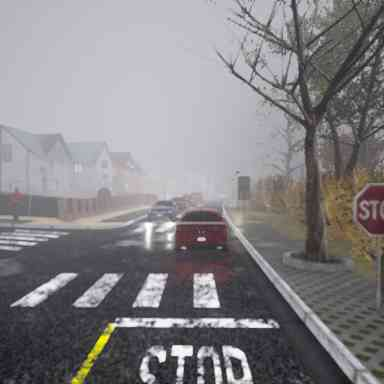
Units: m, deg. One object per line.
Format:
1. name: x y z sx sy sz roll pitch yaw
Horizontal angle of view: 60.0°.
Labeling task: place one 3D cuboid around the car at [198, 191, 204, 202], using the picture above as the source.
1. car: 0.736 0.951 56.503 2.150 2.045 5.566 0 1 7

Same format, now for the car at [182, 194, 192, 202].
1. car: -1.407 1.250 34.744 1.882 1.535 5.008 0 0 4

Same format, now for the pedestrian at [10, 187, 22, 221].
1. pedestrian: -9.473 0.626 17.908 0.375 1.860 0.375 0 -3 0

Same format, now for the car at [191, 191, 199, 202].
1. car: -0.567 1.102 44.534 2.097 1.767 4.553 0 0 6

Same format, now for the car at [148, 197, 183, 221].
1. car: -2.070 1.340 25.416 1.812 1.442 4.674 0 0 5

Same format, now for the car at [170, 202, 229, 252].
1. car: 0.390 1.374 13.367 1.882 1.535 5.008 0 1 2
